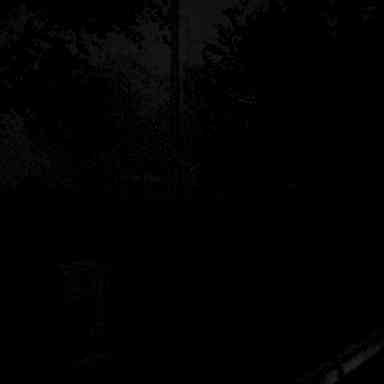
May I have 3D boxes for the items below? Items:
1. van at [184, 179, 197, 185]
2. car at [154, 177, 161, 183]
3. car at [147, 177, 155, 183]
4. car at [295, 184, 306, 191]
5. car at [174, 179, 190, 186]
[{"bbox_3d":[-0.120,-2.643,89.074,1.878,1.987,4.442,4,2,25],"label":"van"},{"bbox_3d":[-7.736,-2.920,92.445,2.163,1.488,4.792,4,2,25],"label":"car"},{"bbox_3d":[-10.314,-3.130,93.468,1.946,1.575,5.366,4,2,25],"label":"car"},{"bbox_3d":[24.962,-0.741,77.346,2.435,2.045,5.566,5,2,25],"label":"car"},{"bbox_3d":[-2.710,-2.566,90.114,2.163,1.488,4.792,4,2,25],"label":"car"}]
